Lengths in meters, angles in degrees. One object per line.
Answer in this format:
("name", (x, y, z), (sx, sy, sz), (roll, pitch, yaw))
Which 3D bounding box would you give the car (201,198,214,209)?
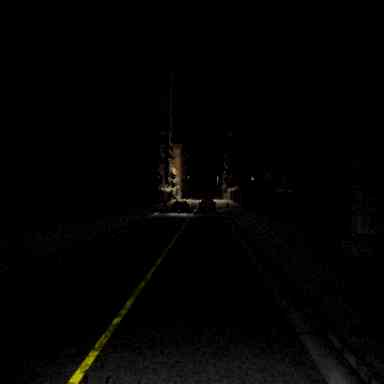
("car", (2.274, 1.676, 48.777), (1.812, 1.442, 4.674), (1, 0, 3))

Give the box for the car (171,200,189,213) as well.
("car", (-1.285, 1.691, 38.827), (2.033, 1.411, 5.357), (1, 0, 3))

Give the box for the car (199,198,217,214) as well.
("car", (1.768, 1.589, 37.725), (1.882, 1.535, 5.008), (1, 0, 2))
